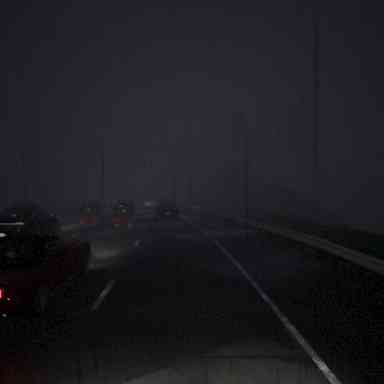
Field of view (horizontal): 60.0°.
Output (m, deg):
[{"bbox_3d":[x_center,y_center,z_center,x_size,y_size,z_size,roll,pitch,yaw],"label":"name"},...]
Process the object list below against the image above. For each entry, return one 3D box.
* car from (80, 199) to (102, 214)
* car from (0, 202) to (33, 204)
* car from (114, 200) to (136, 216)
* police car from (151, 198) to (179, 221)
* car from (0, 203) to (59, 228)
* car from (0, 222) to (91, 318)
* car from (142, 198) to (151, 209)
[{"bbox_3d":[-10.531,1.497,34.760,2.128,1.511,4.902,0,0,-11],"label":"car"},{"bbox_3d":[-12.406,1.514,25.041,1.837,1.490,4.892,0,0,-8],"label":"car"},{"bbox_3d":[-6.472,1.493,32.120,2.128,1.511,4.902,0,0,-10],"label":"car"},{"bbox_3d":[-2.200,1.422,27.751,1.930,1.638,5.238,0,0,-8],"label":"police car"},{"bbox_3d":[-7.777,1.498,15.705,2.128,1.511,4.902,0,0,-5],"label":"car"},{"bbox_3d":[-3.672,1.604,7.336,1.895,1.301,4.718,0,0,-3],"label":"car"},{"bbox_3d":[-5.850,1.524,45.893,1.812,1.442,4.674,0,0,-14],"label":"car"}]
